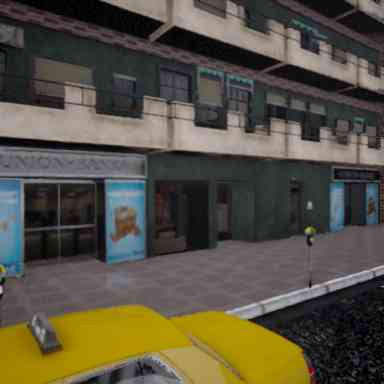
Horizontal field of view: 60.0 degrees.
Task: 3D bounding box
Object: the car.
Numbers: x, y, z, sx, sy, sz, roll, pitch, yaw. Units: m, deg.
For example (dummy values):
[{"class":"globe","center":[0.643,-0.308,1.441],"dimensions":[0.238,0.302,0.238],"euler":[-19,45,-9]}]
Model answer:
[{"class":"car","center":[-1.178,1.521,2.035],"dimensions":[4.829,1.417,1.752],"euler":[-1,1,-35]}]
